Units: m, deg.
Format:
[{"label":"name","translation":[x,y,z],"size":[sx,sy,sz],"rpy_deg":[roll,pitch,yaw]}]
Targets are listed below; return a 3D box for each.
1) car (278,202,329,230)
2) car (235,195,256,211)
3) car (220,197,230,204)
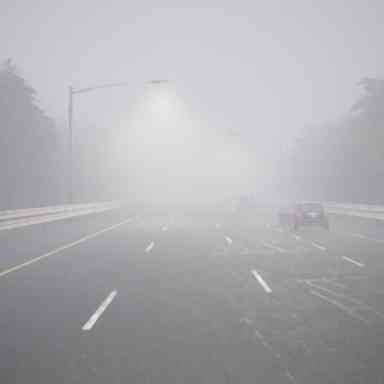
[{"label":"car","translation":[7.031,1.412,21.442],"size":[2.097,1.767,4.553],"rpy_deg":[0,0,0]},{"label":"car","translation":[7.119,1.378,44.432],"size":[2.150,2.045,5.566],"rpy_deg":[0,0,0]},{"label":"car","translation":[7.318,1.772,73.753],"size":[1.882,1.535,5.008],"rpy_deg":[0,0,0]}]
